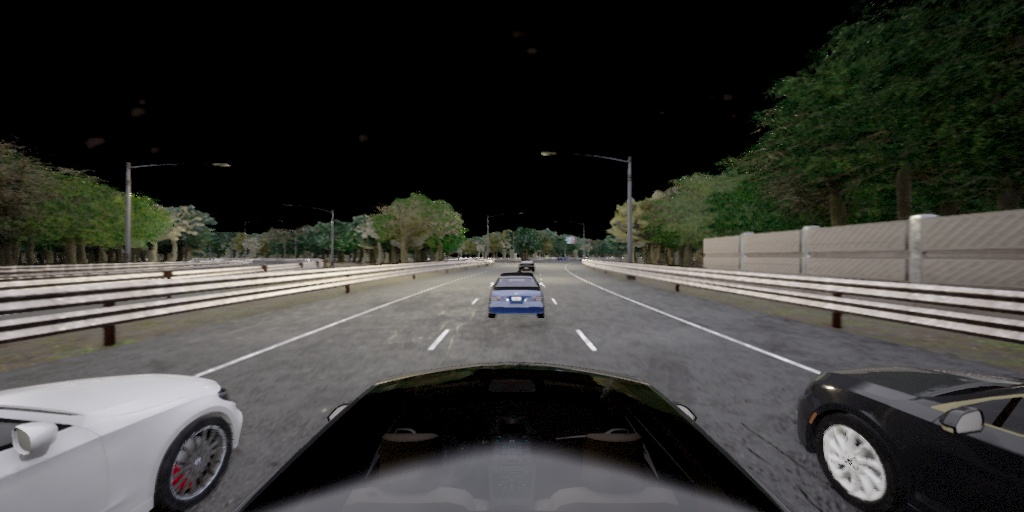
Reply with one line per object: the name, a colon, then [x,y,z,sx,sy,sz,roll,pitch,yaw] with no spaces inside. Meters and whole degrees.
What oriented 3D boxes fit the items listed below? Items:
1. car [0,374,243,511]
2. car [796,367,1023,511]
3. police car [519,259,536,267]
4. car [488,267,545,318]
car: [-3.398,1.276,1.337,1.812,1.442,4.674,0,0,0]
car: [3.602,1.255,1.380,1.837,1.490,4.892,0,0,0]
police car: [1.900,1.183,43.960,1.930,1.638,5.238,0,0,5]
car: [0.178,1.299,13.018,2.033,1.411,5.357,0,0,1]
